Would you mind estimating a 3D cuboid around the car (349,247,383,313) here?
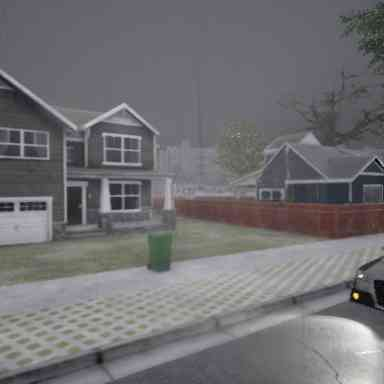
[{"bbox_3d":[5.013,1.587,6.630,4.181,1.385,1.994,0,0,-35],"label":"car"}]
